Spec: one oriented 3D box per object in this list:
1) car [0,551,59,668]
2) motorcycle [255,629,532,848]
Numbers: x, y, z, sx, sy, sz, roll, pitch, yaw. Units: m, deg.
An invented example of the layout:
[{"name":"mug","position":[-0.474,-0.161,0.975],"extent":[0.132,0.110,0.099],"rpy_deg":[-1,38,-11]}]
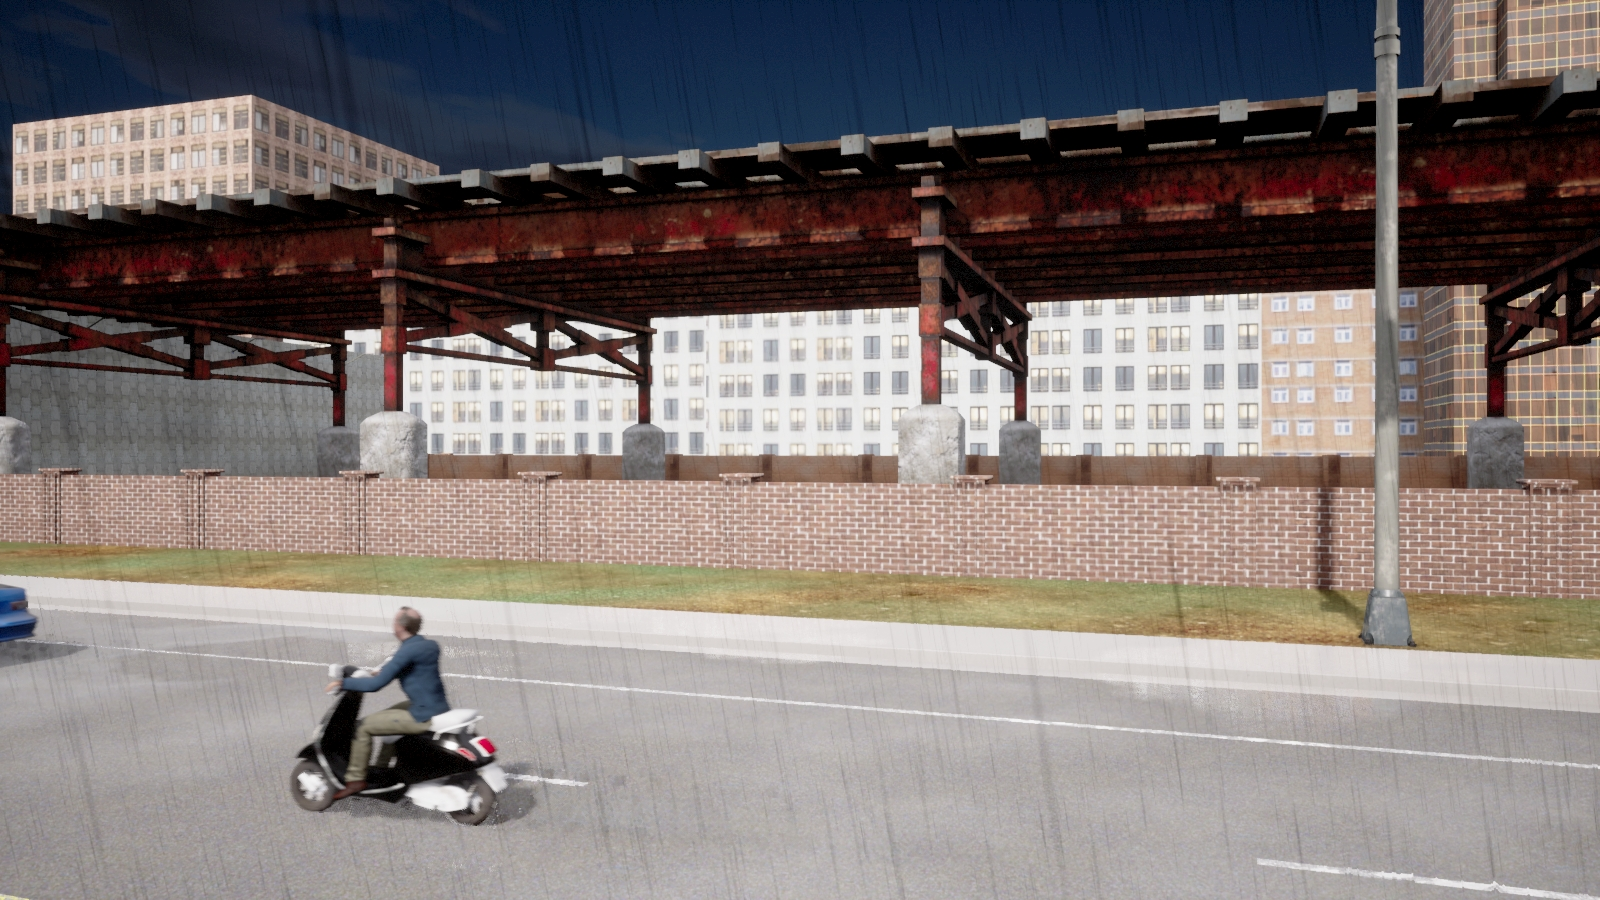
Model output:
[{"name":"car","position":[-12.896,2.106,15.430],"extent":[5.357,1.411,2.033],"rpy_deg":[0,0,20]},{"name":"motorcycle","position":[-3.058,2.129,8.667],"extent":[1.805,1.341,0.856],"rpy_deg":[0,0,14]}]
